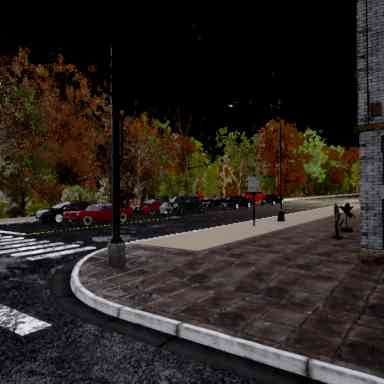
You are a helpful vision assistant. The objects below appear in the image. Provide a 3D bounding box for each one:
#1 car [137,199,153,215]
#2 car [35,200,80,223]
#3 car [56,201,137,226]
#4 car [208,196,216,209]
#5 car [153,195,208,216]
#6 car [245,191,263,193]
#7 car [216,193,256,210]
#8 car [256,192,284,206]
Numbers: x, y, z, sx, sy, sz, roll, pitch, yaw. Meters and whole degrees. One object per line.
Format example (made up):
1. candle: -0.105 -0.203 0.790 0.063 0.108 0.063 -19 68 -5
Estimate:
1. car: -3.648 1.374 31.572 1.994 1.385 4.181 -1 0 36
2. car: -8.926 1.406 24.399 1.837 1.490 4.892 -1 0 36
3. car: -6.298 1.459 22.481 1.895 1.301 4.718 -1 0 36
4. car: 2.532 1.195 39.968 2.128 1.511 4.902 -1 0 36
5. car: -0.906 1.117 29.821 2.097 1.767 4.553 -1 0 36
6. car: 8.726 0.818 48.320 2.150 2.045 5.566 -1 0 37
7. car: 5.068 1.166 37.929 1.837 1.490 4.892 -1 0 36
8. car: 11.129 1.061 46.103 1.837 1.490 4.892 -1 0 37
